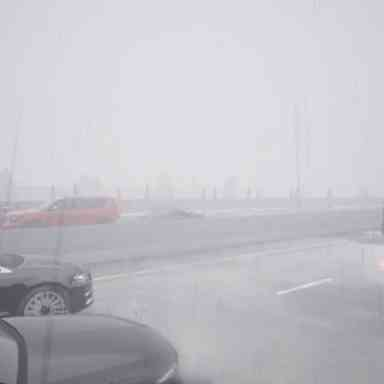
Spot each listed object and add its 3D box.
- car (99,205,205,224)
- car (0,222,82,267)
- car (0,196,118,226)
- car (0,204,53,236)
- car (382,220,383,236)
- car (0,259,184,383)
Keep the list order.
[{"bbox_3d":[-1.516,1.491,15.764,4.902,1.511,2.128,0,0,-35],"label":"car"},{"bbox_3d":[-4.054,1.491,5.154,4.902,1.511,2.128,0,0,-35],"label":"car"},{"bbox_3d":[-6.285,1.221,16.692,5.566,2.045,2.150,0,0,-35],"label":"car"},{"bbox_3d":[-10.398,1.491,18.055,4.902,1.511,2.128,0,0,-35],"label":"car"},{"bbox_3d":[10.816,1.506,15.564,4.892,1.490,1.837,0,0,-33],"label":"car"},{"bbox_3d":[-2.213,1.526,2.168,4.674,1.442,1.812,0,0,-35],"label":"car"}]
